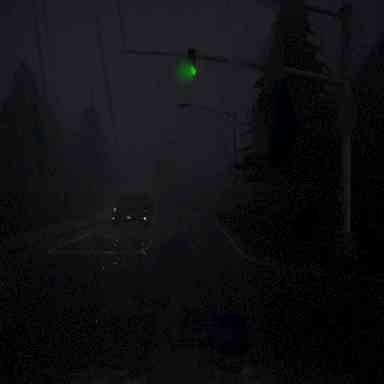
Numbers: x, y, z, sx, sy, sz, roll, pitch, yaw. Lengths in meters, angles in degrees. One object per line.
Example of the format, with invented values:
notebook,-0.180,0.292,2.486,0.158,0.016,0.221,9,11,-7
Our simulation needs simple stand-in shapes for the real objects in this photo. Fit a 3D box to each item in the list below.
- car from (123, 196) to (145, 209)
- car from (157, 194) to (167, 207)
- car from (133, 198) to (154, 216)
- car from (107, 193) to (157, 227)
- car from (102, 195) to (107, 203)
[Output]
car,-7.386,1.257,41.820,1.837,1.490,4.892,0,0,-21
car,-5.107,1.080,45.860,2.097,1.767,4.553,0,0,-23
car,-4.723,1.337,31.740,1.812,1.442,4.674,0,0,-11
car,-3.731,1.091,21.906,2.150,2.045,5.566,0,0,-2
car,-16.098,1.183,61.254,5.357,1.411,2.033,0,0,36
